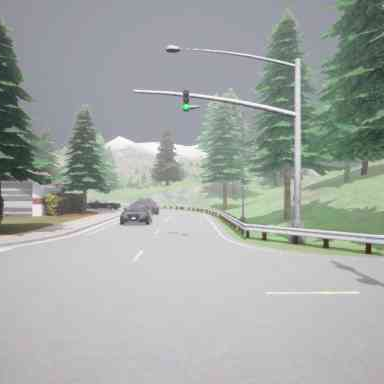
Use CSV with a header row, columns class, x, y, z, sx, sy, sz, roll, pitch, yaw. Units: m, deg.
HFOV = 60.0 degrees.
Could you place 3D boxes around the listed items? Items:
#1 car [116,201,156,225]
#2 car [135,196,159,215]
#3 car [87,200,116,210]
class,x,y,z,sx,sy,sz,roll,pitch,yaw
car,-3.954,1.564,24.111,1.994,1.385,4.181,0,0,-2
car,-4.776,1.352,33.903,2.097,1.767,4.553,0,0,-19
car,-11.340,1.608,41.649,4.718,1.301,1.895,0,0,14
